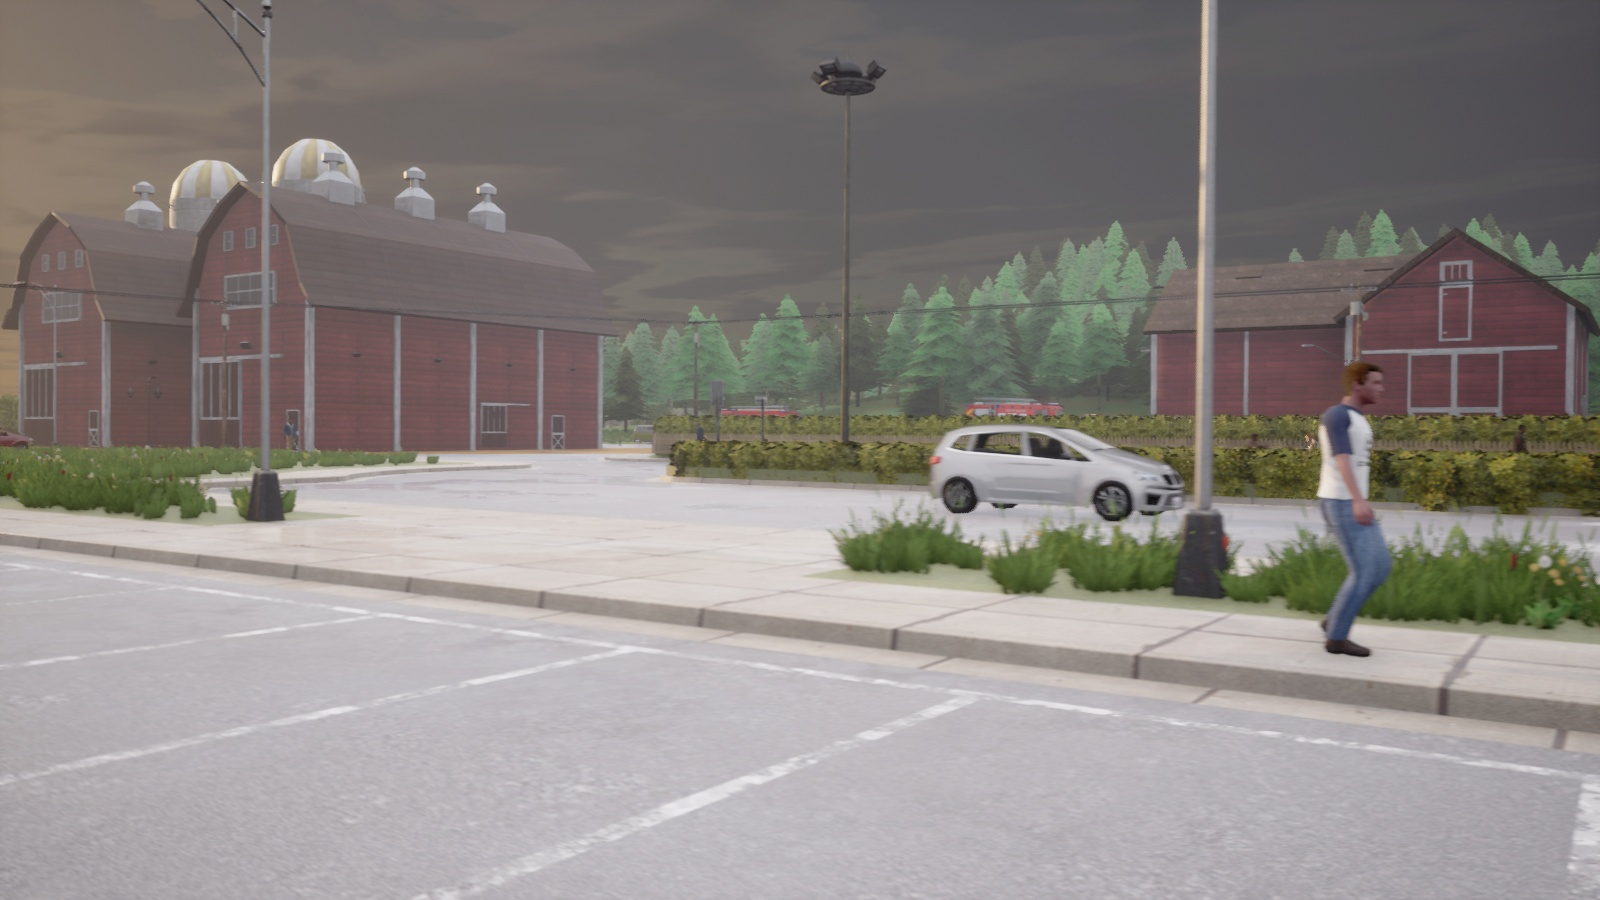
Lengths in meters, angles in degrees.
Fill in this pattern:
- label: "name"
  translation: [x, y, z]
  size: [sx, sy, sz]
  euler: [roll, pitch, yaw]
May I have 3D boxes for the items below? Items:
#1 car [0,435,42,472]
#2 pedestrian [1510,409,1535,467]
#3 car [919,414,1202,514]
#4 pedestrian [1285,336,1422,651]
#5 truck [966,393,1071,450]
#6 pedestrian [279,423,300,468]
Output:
- label: "car"
  translation: [-37.046, 0.177, 57.144]
  size: [1.851, 1.617, 3.988]
  euler: [0, 1, 40]
- label: "pedestrian"
  translation: [23.246, -0.375, 40.407]
  size: [0.703, 1.840, 0.431]
  euler: [0, 1, 30]
- label: "car"
  translation: [4.765, 0.215, 23.165]
  size: [4.611, 1.667, 2.242]
  euler: [0, 1, 34]
- label: "pedestrian"
  translation: [3.376, 0.251, 7.661]
  size: [0.706, 1.836, 0.354]
  euler: [0, 1, 34]
- label: "truck"
  translation: [15.590, -2.020, 89.241]
  size: [8.468, 3.827, 2.891]
  euler: [-2, 1, -44]
- label: "pedestrian"
  translation: [-22.419, -0.194, 55.178]
  size: [0.788, 1.949, 0.423]
  euler: [0, 1, 28]
